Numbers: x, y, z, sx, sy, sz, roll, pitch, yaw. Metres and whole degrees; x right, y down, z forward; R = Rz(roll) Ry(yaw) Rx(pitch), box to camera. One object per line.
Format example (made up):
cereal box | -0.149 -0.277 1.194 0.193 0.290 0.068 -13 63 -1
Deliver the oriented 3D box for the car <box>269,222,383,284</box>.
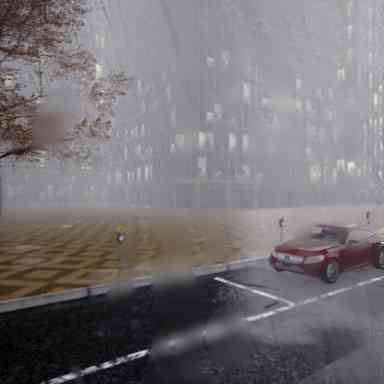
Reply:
car | 4.046 1.550 9.441 4.206 1.307 1.802 0 1 -36
